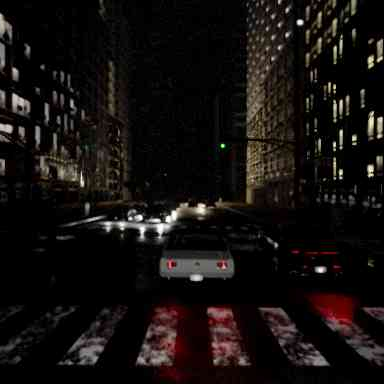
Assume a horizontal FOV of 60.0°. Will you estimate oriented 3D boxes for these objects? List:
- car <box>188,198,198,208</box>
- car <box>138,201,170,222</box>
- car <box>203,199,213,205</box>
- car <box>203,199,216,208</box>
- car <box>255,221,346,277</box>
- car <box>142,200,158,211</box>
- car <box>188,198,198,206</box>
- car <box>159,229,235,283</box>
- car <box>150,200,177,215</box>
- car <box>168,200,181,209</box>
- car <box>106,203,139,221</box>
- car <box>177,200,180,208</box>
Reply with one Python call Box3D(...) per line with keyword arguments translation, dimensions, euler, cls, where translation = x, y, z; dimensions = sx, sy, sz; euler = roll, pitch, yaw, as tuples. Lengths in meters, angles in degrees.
Box3D(translation=(0.161, 2.232, 61.167), dimensions=(1.895, 1.301, 4.718), euler=(0, -1, 0), cls="car")
Box3D(translation=(-3.272, 1.837, 29.477), dimensions=(1.812, 1.442, 4.674), euler=(0, -1, 0), cls="car")
Box3D(translation=(3.438, 2.157, 71.158), dimensions=(1.895, 1.301, 4.718), euler=(0, -1, 0), cls="car")
Box3D(translation=(3.411, 2.176, 60.710), dimensions=(2.033, 1.411, 5.357), euler=(0, -1, 0), cls="car")
Box3D(translation=(3.372, 1.732, 11.092), dimensions=(1.837, 1.490, 4.892), euler=(1, 1, 0), cls="car")
Box3D(translation=(-6.415, 2.040, 51.781), dimensions=(1.837, 1.490, 4.892), euler=(0, -1, 1), cls="car")
Box3D(translation=(0.188, 2.086, 71.138), dimensions=(2.128, 1.511, 4.902), euler=(0, -1, 0), cls="car")
Box3D(translation=(0.127, 1.792, 10.340), dimensions=(1.895, 1.301, 4.718), euler=(1, 0, 0), cls="car")
Box3D(translation=(-3.246, 1.897, 38.724), dimensions=(2.128, 1.511, 4.902), euler=(0, -1, 0), cls="car")
Box3D(translation=(-3.094, 2.159, 59.292), dimensions=(2.033, 1.411, 5.357), euler=(0, -1, 0), cls="car")
Box3D(translation=(-6.521, 1.875, 31.228), dimensions=(2.033, 1.411, 5.357), euler=(0, -1, 0), cls="car")
Box3D(translation=(-3.191, 2.108, 48.804), dimensions=(1.895, 1.301, 4.718), euler=(0, -1, 0), cls="car")
